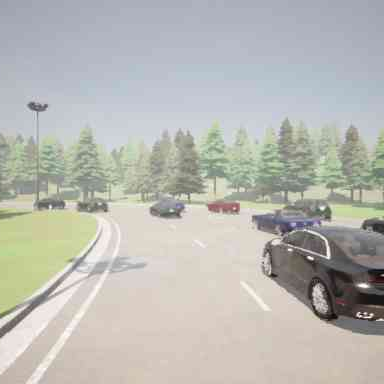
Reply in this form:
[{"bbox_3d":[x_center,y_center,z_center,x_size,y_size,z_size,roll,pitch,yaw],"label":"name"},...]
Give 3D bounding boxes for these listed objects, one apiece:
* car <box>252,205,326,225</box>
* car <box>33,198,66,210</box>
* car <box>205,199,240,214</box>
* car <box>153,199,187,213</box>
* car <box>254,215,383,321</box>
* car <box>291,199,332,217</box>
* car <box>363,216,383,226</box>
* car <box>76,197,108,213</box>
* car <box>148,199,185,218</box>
[{"bbox_3d":[4.933,1.601,18.208,1.895,1.301,4.718,0,0,-12],"label":"car"},{"bbox_3d":[-18.820,1.505,43.892,4.892,1.490,1.837,0,0,30],"label":"car"},{"bbox_3d":[3.153,1.477,35.310,1.882,1.535,5.008,0,0,-25],"label":"car"},{"bbox_3d":[-2.527,1.526,37.577,1.812,1.442,4.674,0,0,-33],"label":"car"},{"bbox_3d":[3.031,1.505,7.352,1.837,1.490,4.892,0,0,-5],"label":"car"},{"bbox_3d":[9.525,1.350,27.870,2.097,1.767,4.553,0,0,-16],"label":"car"},{"bbox_3d":[9.221,1.491,13.941,2.128,1.511,4.902,0,0,-9],"label":"car"},{"bbox_3d":[-11.310,1.352,37.463,2.097,1.767,4.553,0,0,-41],"label":"car"},{"bbox_3d":[-2.591,1.564,30.563,1.994,1.385,4.181,0,0,-24],"label":"car"}]
